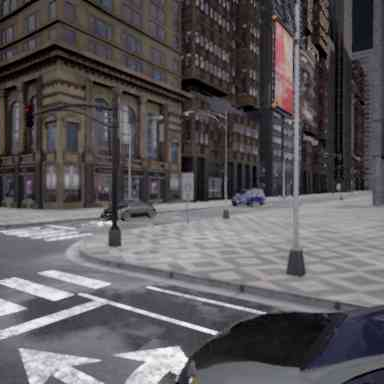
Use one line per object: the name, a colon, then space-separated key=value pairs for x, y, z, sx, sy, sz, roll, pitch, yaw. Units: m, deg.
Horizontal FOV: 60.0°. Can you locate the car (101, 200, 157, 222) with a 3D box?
car: x=-4.474 y=1.288 z=23.888 sx=1.994 sy=1.385 sz=4.181 roll=0 pitch=1 yaw=35

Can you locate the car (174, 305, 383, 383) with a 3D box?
car: x=1.854 y=1.564 z=2.363 sx=4.181 sy=1.385 sz=1.994 roll=0 pitch=0 yaw=35

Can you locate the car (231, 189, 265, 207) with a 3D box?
car: x=6.761 y=0.688 z=39.576 sx=2.150 sy=2.045 sz=5.566 roll=0 pitch=1 yaw=36
